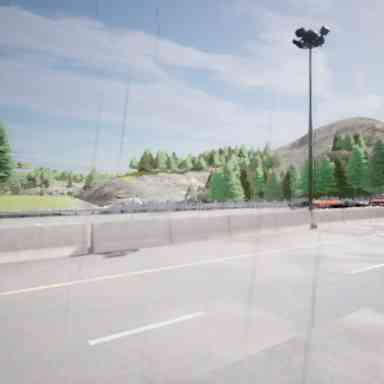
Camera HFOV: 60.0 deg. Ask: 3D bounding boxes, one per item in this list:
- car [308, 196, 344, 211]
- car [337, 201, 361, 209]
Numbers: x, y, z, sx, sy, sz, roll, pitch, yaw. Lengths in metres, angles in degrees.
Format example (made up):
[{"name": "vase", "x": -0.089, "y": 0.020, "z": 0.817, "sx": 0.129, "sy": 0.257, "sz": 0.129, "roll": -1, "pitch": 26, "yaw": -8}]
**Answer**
[{"name": "car", "x": 16.850, "y": 1.340, "z": 41.783, "sx": 4.553, "sy": 1.767, "sz": 2.097, "roll": 0, "pitch": 0, "yaw": -35}, {"name": "car", "x": 17.972, "y": 1.583, "z": 38.293, "sx": 4.718, "sy": 1.301, "sz": 1.895, "roll": 0, "pitch": 0, "yaw": -35}]
